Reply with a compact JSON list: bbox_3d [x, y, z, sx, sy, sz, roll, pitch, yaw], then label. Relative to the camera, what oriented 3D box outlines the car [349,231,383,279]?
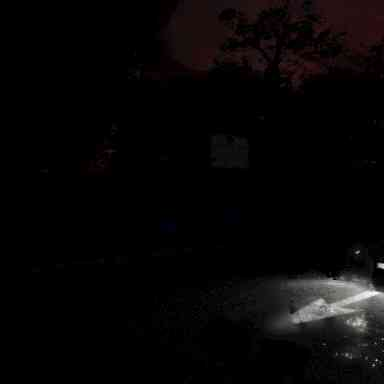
[{"bbox_3d":[6.130,1.564,8.981,4.181,1.385,1.994,0,0,-35],"label":"car"}]
